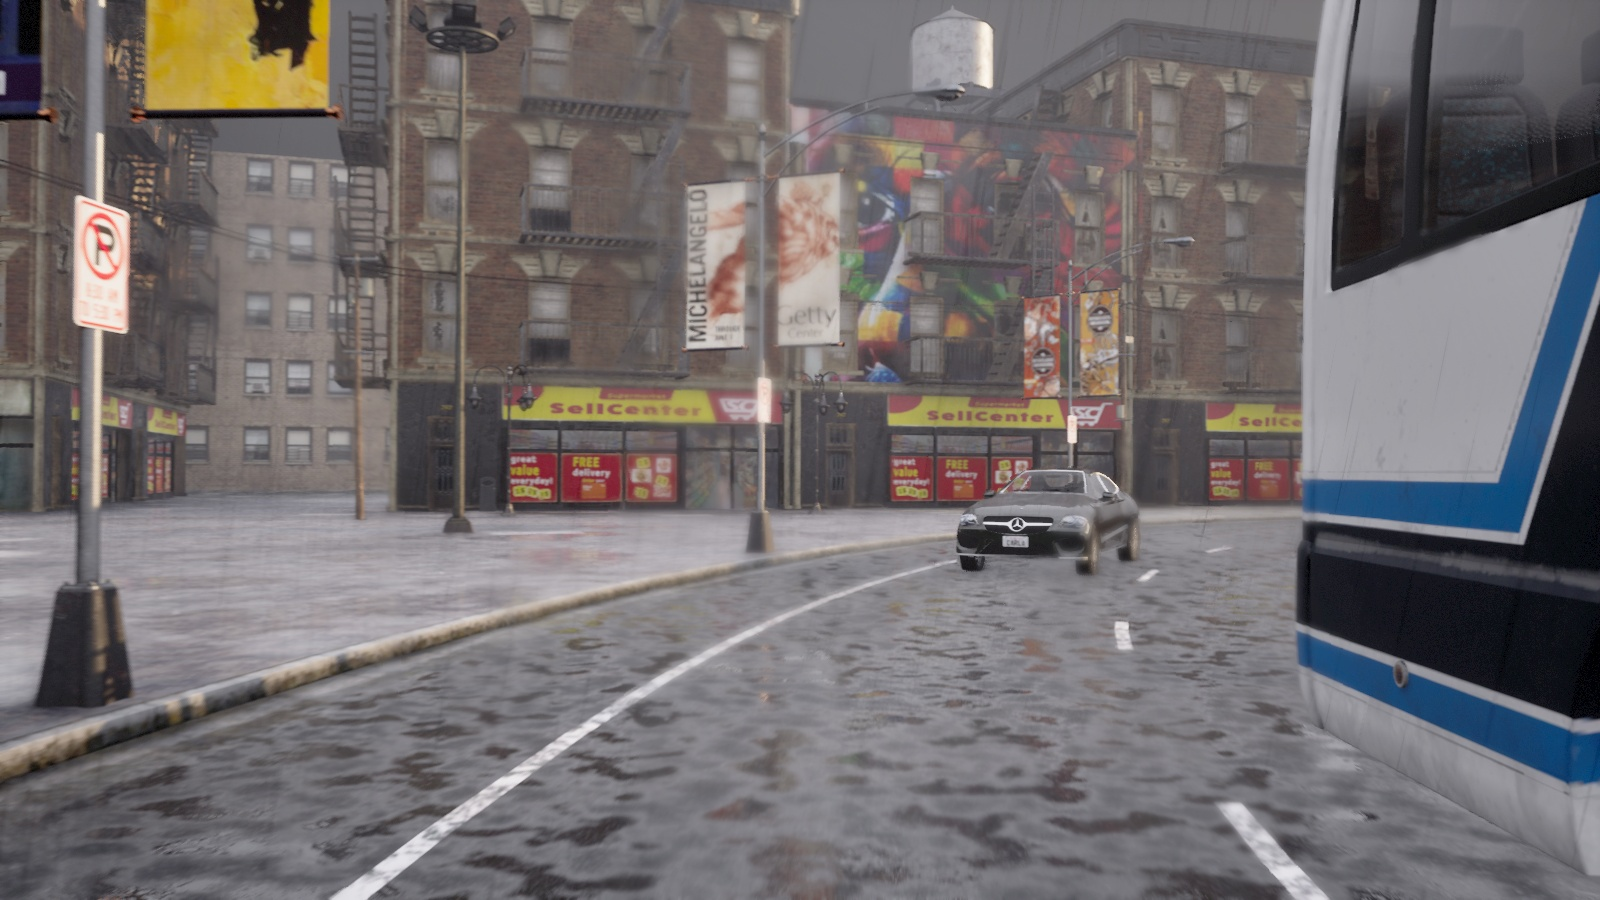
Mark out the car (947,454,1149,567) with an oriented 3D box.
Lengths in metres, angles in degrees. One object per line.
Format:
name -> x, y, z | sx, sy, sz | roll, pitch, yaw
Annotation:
car -> 4.311, 0.933, 21.112 | 2.152, 1.651, 5.027 | -1, -1, 25
